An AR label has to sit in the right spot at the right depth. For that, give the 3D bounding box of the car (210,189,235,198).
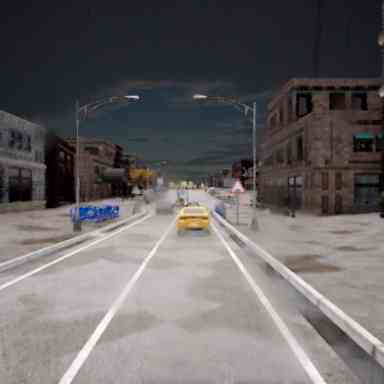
[{"bbox_3d":[8.047,0.794,83.960,5.366,1.575,1.946,0,2,-1],"label":"car"}]

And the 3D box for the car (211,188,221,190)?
[{"bbox_3d":[8.139,0.476,89.467,4.553,1.767,2.185,0,2,-1],"label":"car"}]

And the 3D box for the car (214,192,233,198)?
[{"bbox_3d":[8.205,0.738,86.719,4.674,1.452,2.002,0,2,-1],"label":"car"}]

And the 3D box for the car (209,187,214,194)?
[{"bbox_3d":[8.169,0.259,92.217,5.566,2.045,2.435,0,2,-1],"label":"car"}]

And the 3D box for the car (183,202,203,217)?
[{"bbox_3d":[0.148,1.825,35.291,1.994,1.385,4.181,0,0,1],"label":"car"}]

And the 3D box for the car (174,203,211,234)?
[{"bbox_3d":[0.105,1.644,20.413,1.882,1.535,5.008,0,-1,0],"label":"car"}]

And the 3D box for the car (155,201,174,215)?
[{"bbox_3d":[-2.991,1.752,37.579,1.882,1.535,5.008,0,0,0],"label":"car"}]
